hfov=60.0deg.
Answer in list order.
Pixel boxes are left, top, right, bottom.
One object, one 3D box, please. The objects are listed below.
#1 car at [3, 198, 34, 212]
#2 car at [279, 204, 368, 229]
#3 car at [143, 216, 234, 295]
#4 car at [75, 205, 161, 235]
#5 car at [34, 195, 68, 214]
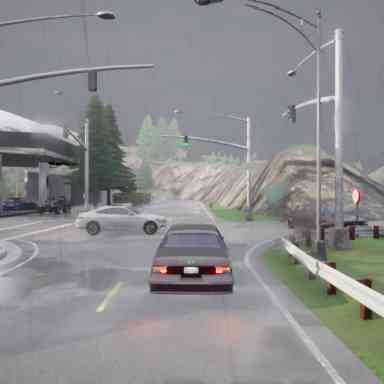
[{"bbox_3d":[-20.302,1.480,39.482,2.242,1.667,4.611,0,0,-1],"label":"car"},{"bbox_3d":[6.662,1.358,17.599,2.033,1.411,5.357,0,0,-17],"label":"car"},{"bbox_3d":[0.035,1.547,8.895,2.033,1.411,5.357,0,0,1],"label":"car"},{"bbox_3d":[-3.640,1.415,17.379,4.674,1.442,1.812,0,0,-1],"label":"car"},{"bbox_3d":[-14.587,1.313,35.214,1.905,1.878,3.866,0,0,-1],"label":"car"}]
